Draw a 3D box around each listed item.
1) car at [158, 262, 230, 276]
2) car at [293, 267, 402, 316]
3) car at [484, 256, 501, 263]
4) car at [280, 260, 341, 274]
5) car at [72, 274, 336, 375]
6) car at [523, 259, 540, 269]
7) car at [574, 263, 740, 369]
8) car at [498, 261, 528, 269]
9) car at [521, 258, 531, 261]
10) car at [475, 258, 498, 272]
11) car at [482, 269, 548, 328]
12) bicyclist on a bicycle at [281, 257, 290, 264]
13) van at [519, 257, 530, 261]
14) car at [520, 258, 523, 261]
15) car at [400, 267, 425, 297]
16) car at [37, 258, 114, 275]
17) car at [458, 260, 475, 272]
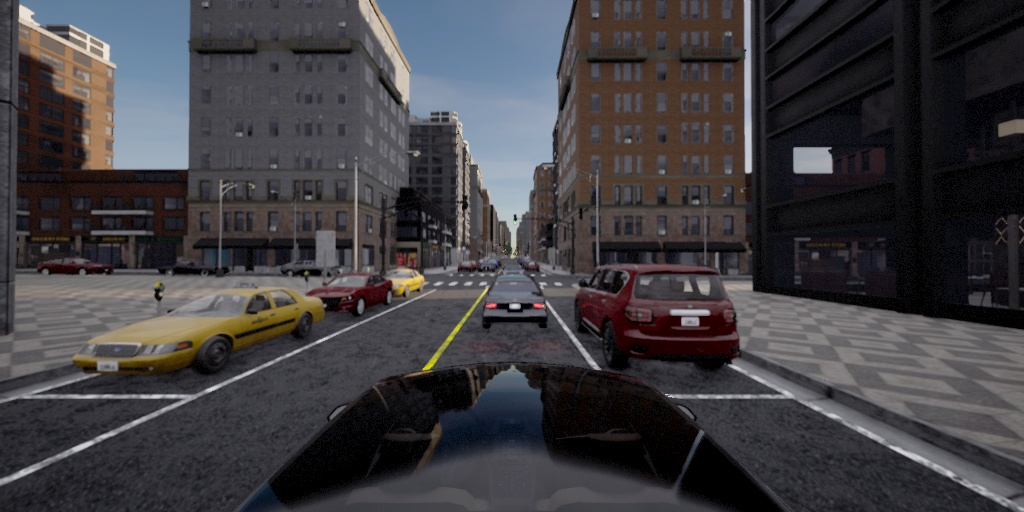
[{"bbox_3d":[-26.681,1.115,30.245,4.718,1.301,1.895,1,-1,0],"label":"car"},{"bbox_3d":[-5.866,1.298,13.396,1.888,1.381,4.507,0,0,0],"label":"car"},{"bbox_3d":[-3.135,1.247,55.398,1.882,1.535,5.008,0,0,0],"label":"car"},{"bbox_3d":[-16.784,1.095,30.193,4.902,1.511,2.128,1,-1,1],"label":"car"},{"bbox_3d":[-5.861,1.277,7.601,1.751,1.417,4.829,0,0,0],"label":"car"},{"bbox_3d":[2.632,1.347,46.038,1.802,1.307,4.207,0,0,0],"label":"car"},{"bbox_3d":[2.665,1.066,7.770,2.192,1.841,5.009,0,0,0],"label":"car"},{"bbox_3d":[0.083,1.352,29.200,1.895,1.301,4.718,1,0,0],"label":"car"},{"bbox_3d":[2.627,1.349,51.711,1.802,1.307,4.207,0,0,0],"label":"car"},{"bbox_3d":[-3.143,1.329,45.364,1.994,1.385,4.181,0,0,-1],"label":"car"},{"bbox_3d":[0.082,1.301,11.415,2.033,1.411,5.357,0,0,0],"label":"car"},{"bbox_3d":[-23.041,0.912,36.467,0.582,1.620,1.656,0,0,0],"label":"bicyclist on a bicycle"},{"bbox_3d":[2.617,1.113,63.058,1.690,1.789,3.998,0,0,0],"label":"van"},{"bbox_3d":[2.622,1.352,57.385,1.802,1.307,4.207,0,0,0],"label":"car"},{"bbox_3d":[-5.871,1.281,18.850,1.751,1.417,4.829,0,0,0],"label":"car"},{"bbox_3d":[-36.776,0.899,30.307,5.008,1.535,1.882,1,-1,0],"label":"car"},{"bbox_3d":[-5.894,1.310,46.040,1.888,1.381,4.507,0,0,0],"label":"car"}]
